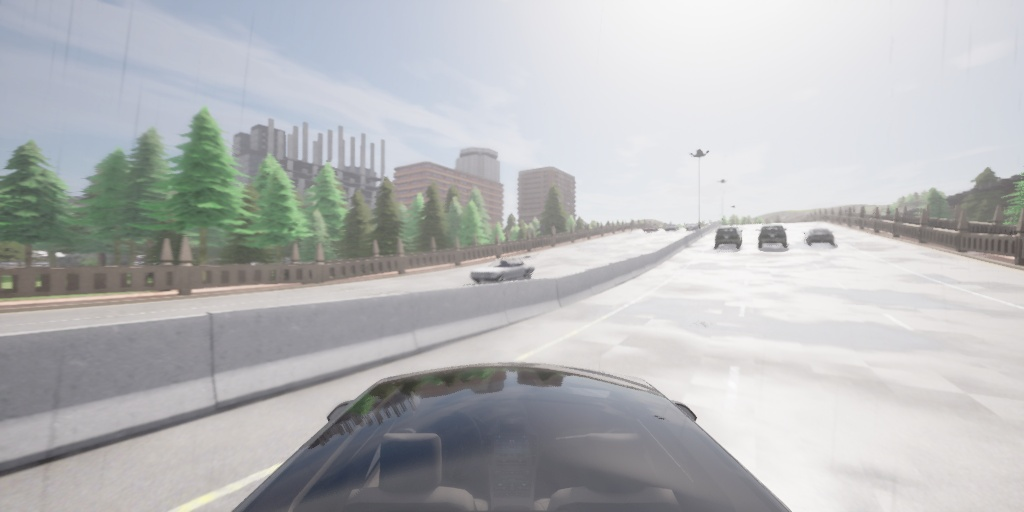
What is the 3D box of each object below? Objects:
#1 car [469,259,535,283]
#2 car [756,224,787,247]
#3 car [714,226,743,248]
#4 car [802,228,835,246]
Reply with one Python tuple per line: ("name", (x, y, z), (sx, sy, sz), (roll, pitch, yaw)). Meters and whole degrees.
("car", (-0.509, 0.875, 21.924), (1.895, 1.301, 4.718), (0, 4, 34))
("car", (24.607, -1.998, 34.008), (2.150, 2.045, 5.566), (0, 7, 34))
("car", (21.632, -1.983, 35.854), (2.150, 2.045, 5.566), (0, 7, 34))
("car", (28.007, -1.817, 32.785), (1.837, 1.490, 4.892), (0, 7, 34))
